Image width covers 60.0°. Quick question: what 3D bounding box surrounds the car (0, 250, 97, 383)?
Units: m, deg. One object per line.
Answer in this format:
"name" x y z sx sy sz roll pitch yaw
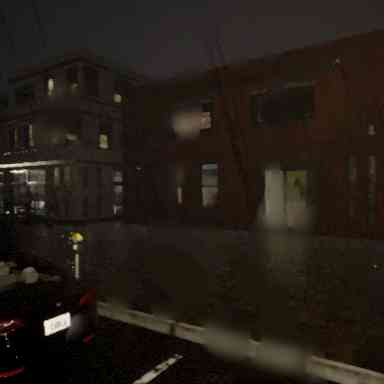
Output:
"car" -3.301 1.587 5.023 4.313 1.339 1.947 -1 1 33
